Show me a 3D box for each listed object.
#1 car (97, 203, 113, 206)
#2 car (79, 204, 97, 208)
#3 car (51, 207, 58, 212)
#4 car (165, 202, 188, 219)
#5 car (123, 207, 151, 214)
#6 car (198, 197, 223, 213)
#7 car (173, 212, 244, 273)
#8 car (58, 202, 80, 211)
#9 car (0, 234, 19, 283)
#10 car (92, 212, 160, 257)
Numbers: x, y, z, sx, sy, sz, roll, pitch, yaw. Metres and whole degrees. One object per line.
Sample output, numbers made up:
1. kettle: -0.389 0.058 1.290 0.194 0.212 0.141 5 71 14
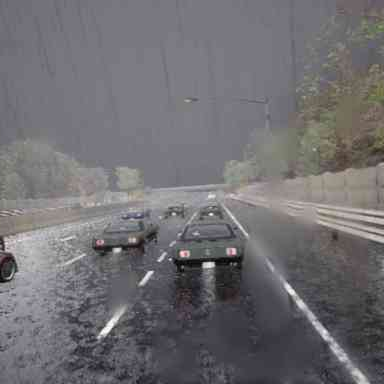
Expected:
1. car: -16.923 2.987 67.621 2.033 1.411 5.357 -4 0 4
2. car: -20.438 3.176 67.422 1.882 1.535 5.008 -4 0 4
3. car: -27.351 3.734 68.685 1.994 1.385 4.181 -4 0 4
4. car: -1.519 1.720 32.355 1.837 1.490 4.892 -4 0 4
5. car: -5.078 2.063 31.250 1.895 1.301 4.718 -4 0 4
6. car: 1.625 1.485 28.291 1.837 1.490 4.892 -4 0 4
7. car: 0.552 1.596 10.811 1.895 1.301 4.718 -4 0 4
8. car: -23.993 3.174 66.777 2.150 2.045 5.566 -4 0 4
9. car: -6.479 2.047 8.623 1.994 1.385 4.181 -4 0 4
10. car: -2.622 1.832 14.431 1.895 1.301 4.718 -4 0 4
